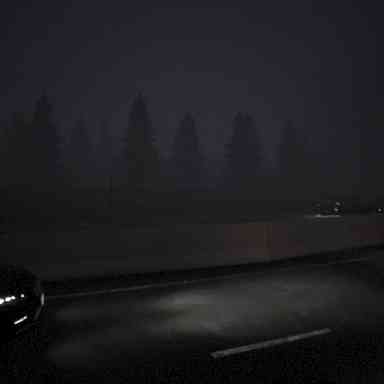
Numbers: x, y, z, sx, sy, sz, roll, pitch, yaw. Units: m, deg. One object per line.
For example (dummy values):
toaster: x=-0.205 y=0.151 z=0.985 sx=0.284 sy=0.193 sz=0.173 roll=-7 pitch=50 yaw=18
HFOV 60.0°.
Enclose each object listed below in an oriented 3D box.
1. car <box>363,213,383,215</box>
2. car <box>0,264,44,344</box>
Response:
car: x=15.901 y=1.229 z=27.242 sx=5.357 sy=1.411 sz=2.033 roll=-1 pitch=1 yaw=-36
car: x=-4.730 y=1.501 z=4.551 sx=4.902 sy=1.511 sz=2.128 roll=-1 pitch=1 yaw=-19
